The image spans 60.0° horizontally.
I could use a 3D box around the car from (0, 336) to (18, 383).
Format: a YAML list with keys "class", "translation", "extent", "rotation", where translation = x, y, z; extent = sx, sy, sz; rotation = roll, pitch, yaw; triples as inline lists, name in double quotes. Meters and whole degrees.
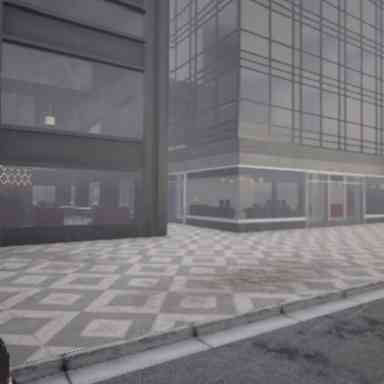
- class: "car"
  translation: [-3.256, 1.505, 1.089]
  extent: [4.902, 1.511, 2.128]
  rotation: [1, -1, -32]
